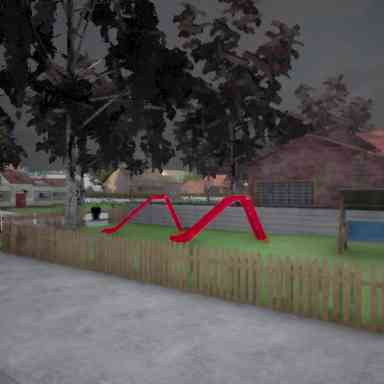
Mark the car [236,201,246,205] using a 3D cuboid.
[{"bbox_3d":[6.916,1.470,49.481,1.882,1.535,5.008,0,0,36],"label":"car"}]
